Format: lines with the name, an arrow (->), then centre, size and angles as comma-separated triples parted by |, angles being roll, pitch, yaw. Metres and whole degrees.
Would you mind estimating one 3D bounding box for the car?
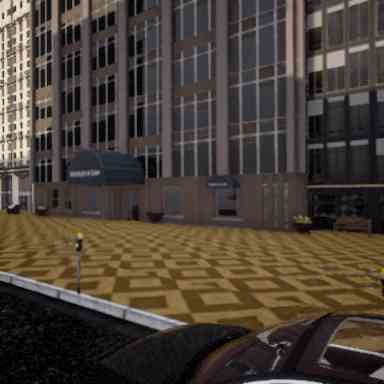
car -> 1.071, 1.552, 2.115 | 4.403, 1.369, 2.008 | 0, 0, 36
